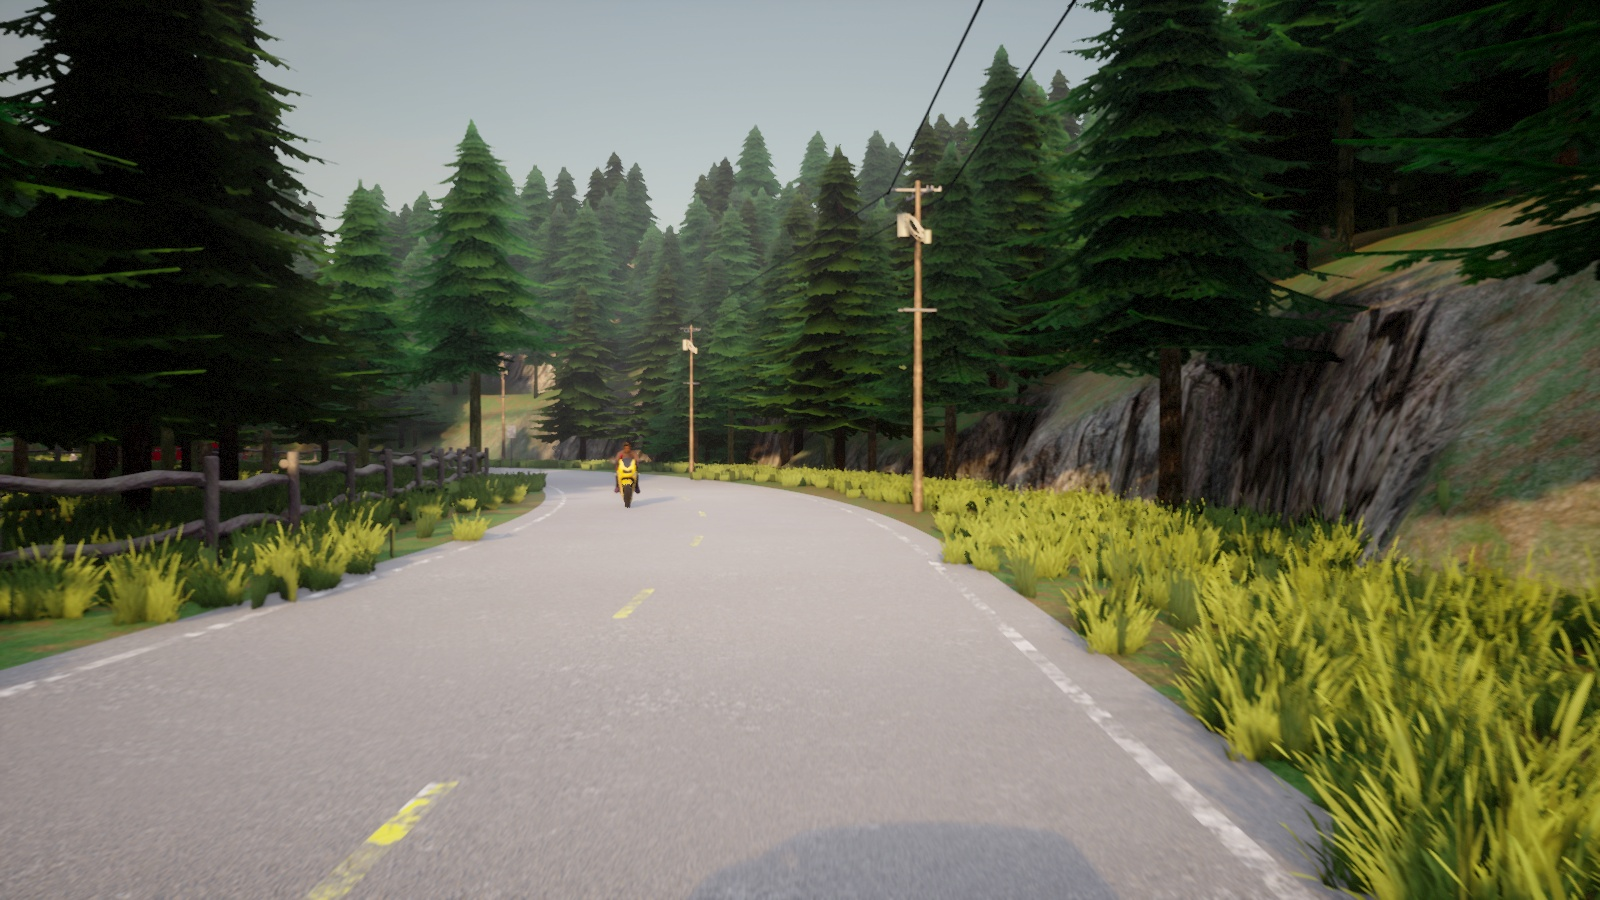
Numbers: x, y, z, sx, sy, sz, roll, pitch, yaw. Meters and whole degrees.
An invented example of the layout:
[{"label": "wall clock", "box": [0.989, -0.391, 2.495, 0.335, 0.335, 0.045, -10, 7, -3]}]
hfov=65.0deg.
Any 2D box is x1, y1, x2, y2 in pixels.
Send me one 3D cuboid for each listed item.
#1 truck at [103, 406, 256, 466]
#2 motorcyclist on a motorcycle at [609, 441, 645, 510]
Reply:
[{"label": "truck", "box": [-40.243, -0.909, 81.619, 8.468, 3.827, 2.891, 0, 0, 1]}, {"label": "motorcyclist on a motorcycle", "box": [-3.997, 0.562, 28.998, 0.797, 1.523, 2.044, 0, 0, -8]}]
